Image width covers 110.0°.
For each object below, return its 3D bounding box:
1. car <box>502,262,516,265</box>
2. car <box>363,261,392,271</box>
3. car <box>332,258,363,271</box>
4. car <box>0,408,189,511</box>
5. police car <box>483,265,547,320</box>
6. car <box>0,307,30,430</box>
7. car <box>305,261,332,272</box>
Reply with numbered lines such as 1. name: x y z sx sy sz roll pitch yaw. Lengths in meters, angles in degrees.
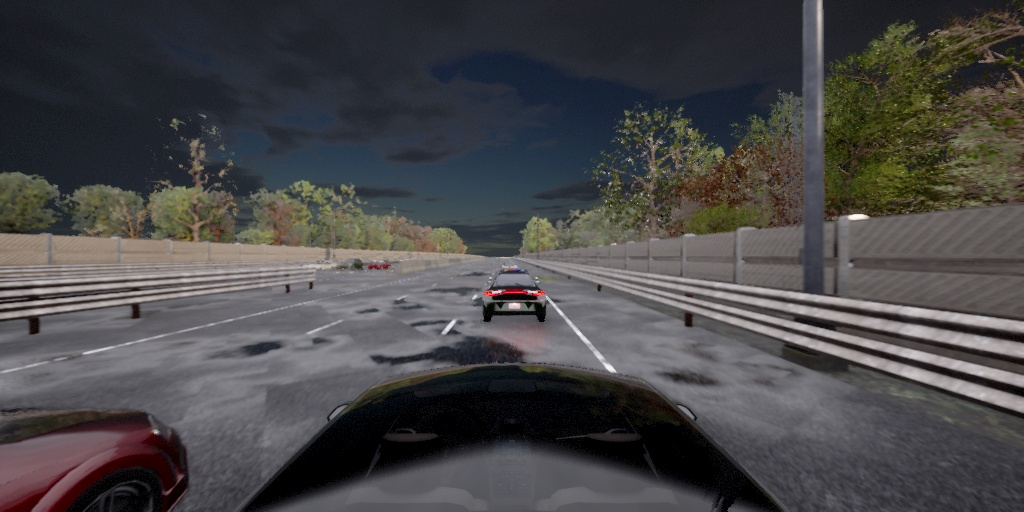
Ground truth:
1. car: -0.296 1.365 44.475 1.895 1.301 4.718 0 0 -1
2. car: -18.042 1.366 48.880 1.895 1.301 4.718 0 0 -1
3. car: -21.523 1.116 47.863 2.097 1.767 4.553 0 0 -1
4. car: -3.405 1.314 0.913 1.994 1.385 4.181 0 0 0
5. police car: 0.066 1.257 12.701 2.038 1.542 4.974 0 0 0
6. car: -6.905 1.315 2.302 1.994 1.385 4.181 0 0 0
7. car: -25.010 1.365 46.874 1.895 1.301 4.718 0 0 -1
